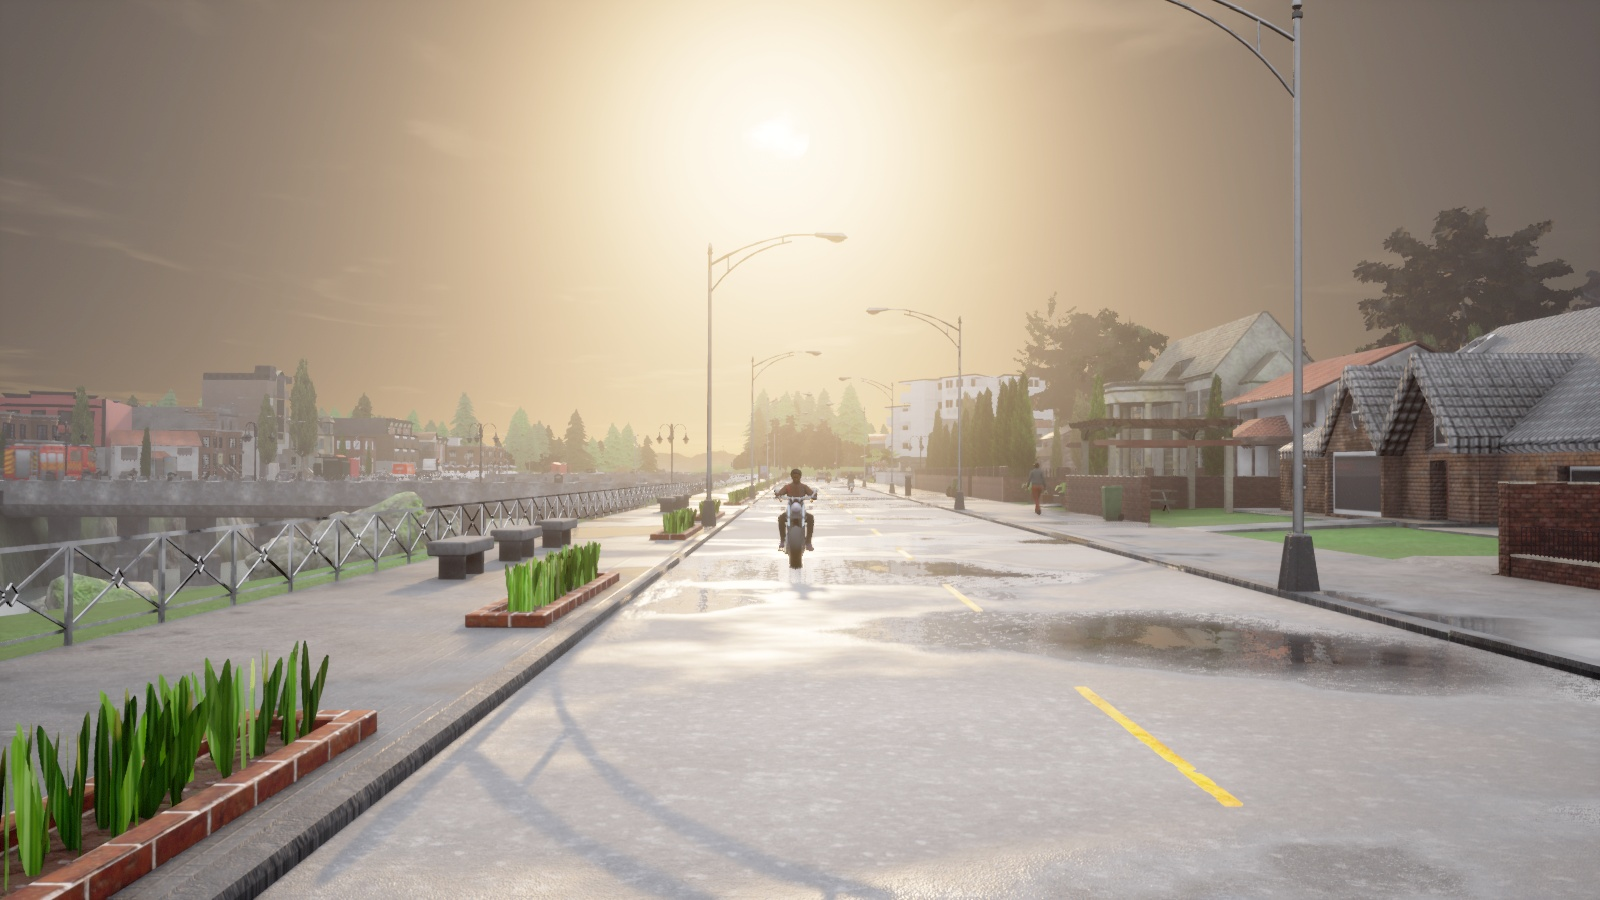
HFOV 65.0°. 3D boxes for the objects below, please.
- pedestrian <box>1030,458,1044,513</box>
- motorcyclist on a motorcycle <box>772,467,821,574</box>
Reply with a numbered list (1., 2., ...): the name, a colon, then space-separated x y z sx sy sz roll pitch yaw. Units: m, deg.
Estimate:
1. pedestrian: 8.104 1.211 42.898 0.353 1.847 0.614 0 -1 -1
2. motorcyclist on a motorcycle: -0.056 1.112 20.691 0.766 1.649 2.350 0 -1 0
